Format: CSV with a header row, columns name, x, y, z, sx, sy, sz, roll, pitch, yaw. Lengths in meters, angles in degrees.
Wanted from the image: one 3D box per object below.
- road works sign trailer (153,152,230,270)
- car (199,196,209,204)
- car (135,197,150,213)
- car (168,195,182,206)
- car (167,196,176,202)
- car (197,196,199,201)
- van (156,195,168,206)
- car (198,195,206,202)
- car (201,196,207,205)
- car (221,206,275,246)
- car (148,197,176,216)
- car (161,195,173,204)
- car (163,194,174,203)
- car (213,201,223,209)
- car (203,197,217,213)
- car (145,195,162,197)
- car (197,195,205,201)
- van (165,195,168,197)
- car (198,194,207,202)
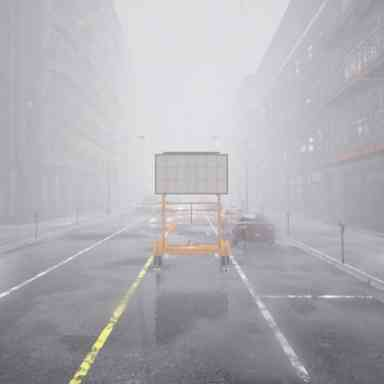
name,x,y,z,sx,sy,sz,roll,pitch,yaw
road works sign trailer,-0.017,0.476,11.018,2.380,3.560,2.880,0,0,0
car,2.556,1.624,70.656,1.967,1.590,4.097,1,0,0
car,-5.315,1.592,37.359,1.752,1.417,4.829,2,0,0
car,-2.781,1.612,58.879,1.882,1.535,5.008,0,0,0
car,-5.345,1.828,87.304,1.947,1.339,4.313,1,0,0
car,2.549,1.704,65.124,1.887,1.381,4.507,1,0,0
van,-5.323,1.479,59.652,1.690,1.788,3.998,1,0,0
car,2.552,1.682,59.594,1.887,1.381,4.507,1,0,0
car,2.561,1.633,43.002,2.008,1.369,4.403,1,0,0
car,2.577,1.563,15.348,1.887,1.381,4.507,1,0,0
car,-2.865,1.532,32.815,1.882,1.535,5.008,0,0,0
car,-5.329,1.499,70.713,2.192,1.841,5.009,1,0,0
car,-5.332,1.524,76.242,2.192,1.841,5.009,1,0,0
car,2.574,1.553,21.050,1.752,1.417,4.829,1,0,0
car,2.565,1.612,37.470,1.887,1.381,4.507,1,0,0
car,-5.312,1.397,43.061,2.192,1.841,5.009,2,0,0
car,2.501,1.732,92.781,1.967,1.590,4.097,1,0,0
van,-5.319,1.458,54.120,1.690,1.788,3.998,2,0,0
car,2.511,1.549,81.718,2.192,1.841,5.009,1,0,0
